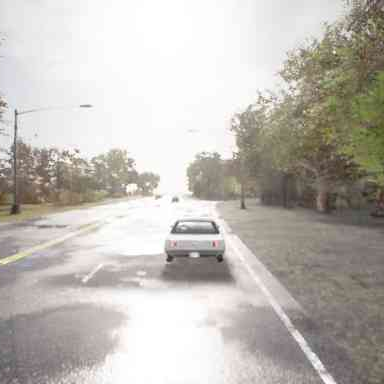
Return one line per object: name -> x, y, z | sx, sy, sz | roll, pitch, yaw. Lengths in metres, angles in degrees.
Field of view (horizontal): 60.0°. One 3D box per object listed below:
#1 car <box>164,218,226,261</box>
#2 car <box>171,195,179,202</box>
car -> 0.116, 1.609, 12.246 | 1.895, 1.301, 4.718 | 0, 0, 1
car -> -3.810, 1.605, 76.712 | 2.033, 1.411, 5.357 | 0, 0, -2
